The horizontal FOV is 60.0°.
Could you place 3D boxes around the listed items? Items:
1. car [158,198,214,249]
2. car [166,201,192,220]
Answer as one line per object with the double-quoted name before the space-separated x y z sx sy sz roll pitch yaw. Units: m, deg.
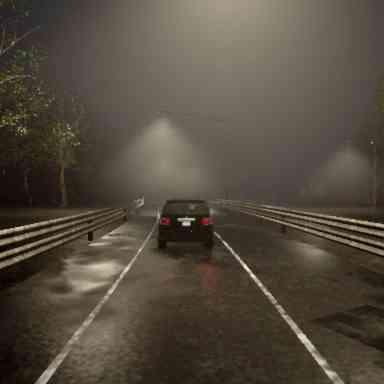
"car" -0.316 1.252 14.784 2.150 2.045 5.566 0 0 -2
"car" -1.252 1.547 29.797 2.033 1.411 5.357 0 0 -5
